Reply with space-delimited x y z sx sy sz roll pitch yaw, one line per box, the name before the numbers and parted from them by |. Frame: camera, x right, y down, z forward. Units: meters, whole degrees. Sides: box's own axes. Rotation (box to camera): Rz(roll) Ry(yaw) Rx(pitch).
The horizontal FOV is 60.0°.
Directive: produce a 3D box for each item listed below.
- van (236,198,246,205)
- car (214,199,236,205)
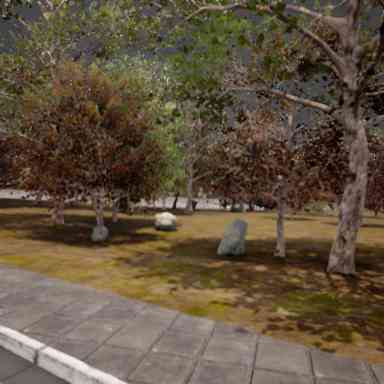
van | 12.178 2.602 93.464 1.878 1.987 4.442 5 1 45
car | 8.346 2.324 89.588 2.435 2.045 5.566 5 1 45
